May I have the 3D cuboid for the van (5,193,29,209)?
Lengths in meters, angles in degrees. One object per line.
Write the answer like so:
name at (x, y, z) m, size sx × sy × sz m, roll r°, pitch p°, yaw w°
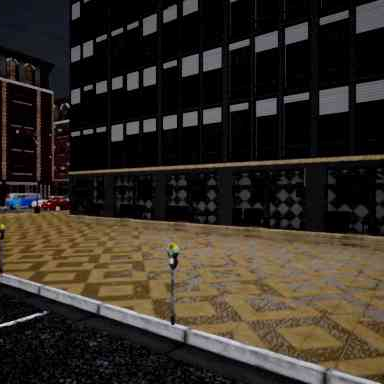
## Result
van at (-19.988, 1.050, 39.590) m, size 1.690 × 1.788 × 3.998 m, roll 1°, pitch 1°, yaw 35°

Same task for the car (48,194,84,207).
car at (-16.751, 1.079, 44.230) m, size 1.967 × 1.590 × 4.097 m, roll 1°, pitch 1°, yaw 35°

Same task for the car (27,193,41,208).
car at (-16.780, 1.214, 39.904) m, size 1.812 × 1.442 × 4.674 m, roll 0°, pitch 1°, yaw 35°

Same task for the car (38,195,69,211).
car at (-13.512, 1.269, 35.105) m, size 1.887 × 1.381 × 4.507 m, roll 1°, pitch 1°, yaw 35°
